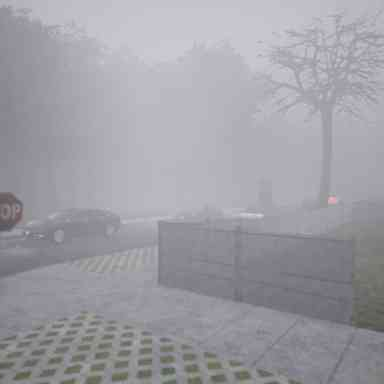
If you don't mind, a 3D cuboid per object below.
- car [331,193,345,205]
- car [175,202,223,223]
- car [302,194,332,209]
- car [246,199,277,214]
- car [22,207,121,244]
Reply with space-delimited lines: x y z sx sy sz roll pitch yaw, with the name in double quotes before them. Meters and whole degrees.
"car" 20.719 0.977 48.129 2.097 1.767 4.553 2 2 36
"car" 0.666 1.519 25.158 1.812 1.442 4.674 2 1 36
"car" 14.690 1.282 39.689 2.128 1.511 4.902 2 2 36
"car" 7.157 1.423 34.163 1.994 1.385 4.181 2 2 36
"car" -5.697 1.529 16.321 1.837 1.490 4.892 2 1 36
